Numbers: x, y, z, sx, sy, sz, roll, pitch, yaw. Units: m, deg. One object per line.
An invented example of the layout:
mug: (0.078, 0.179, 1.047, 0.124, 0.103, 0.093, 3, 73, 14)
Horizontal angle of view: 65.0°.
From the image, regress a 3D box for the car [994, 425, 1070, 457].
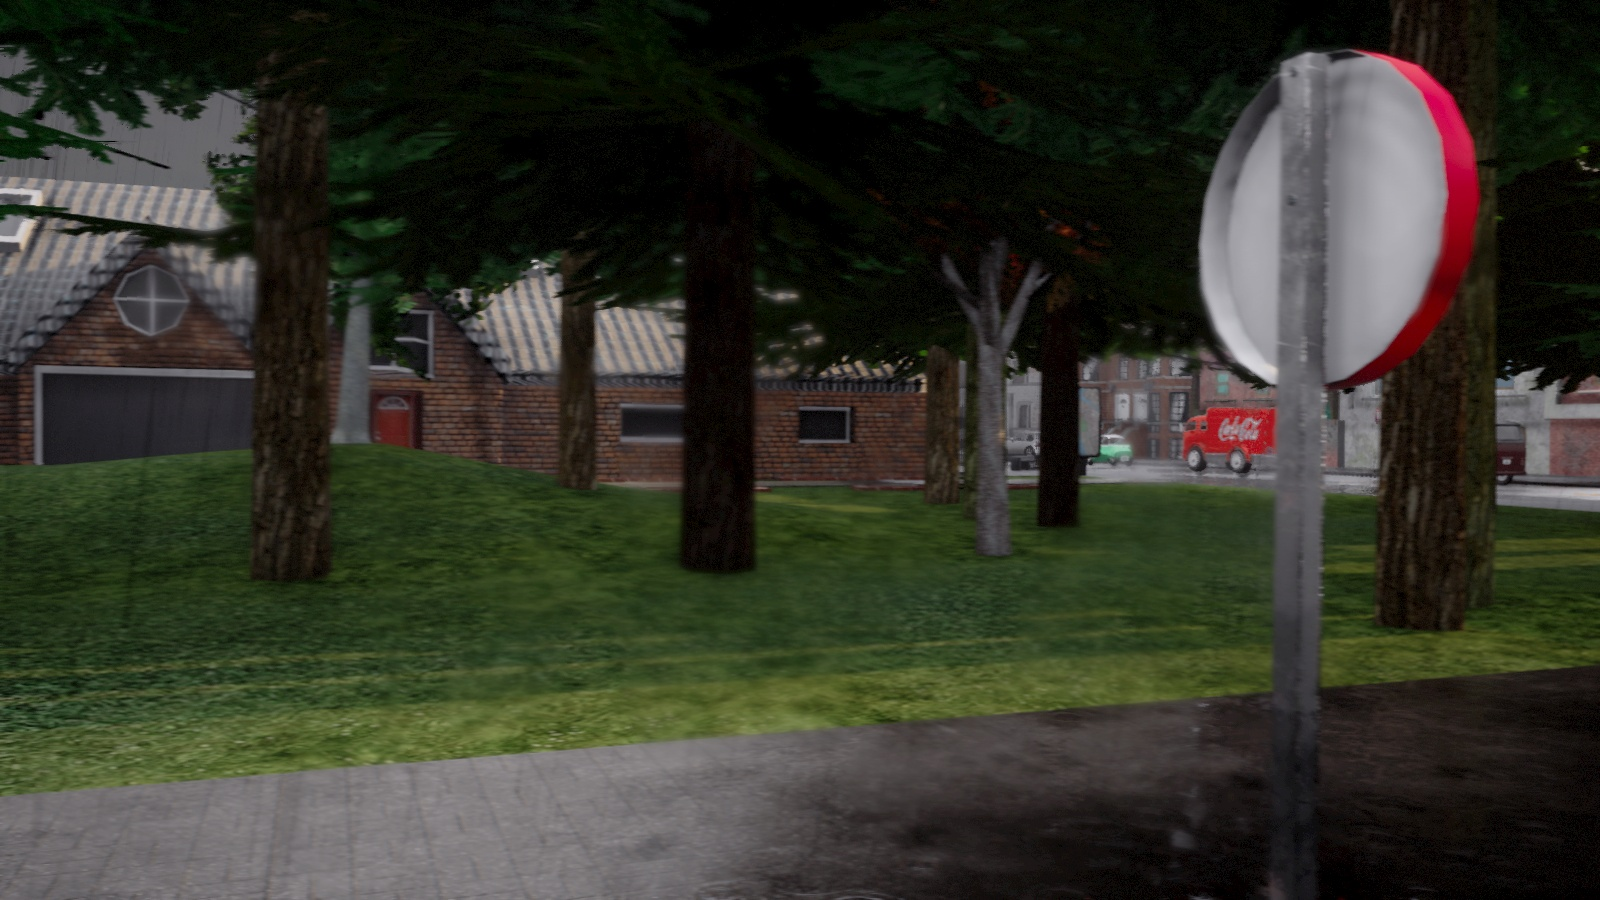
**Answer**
car: (11.374, -0.466, 61.700, 1.970, 1.475, 3.806, -1, 1, -21)

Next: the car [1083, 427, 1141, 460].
car: (13.736, -0.300, 55.394, 1.481, 1.376, 2.207, -1, 1, -20)

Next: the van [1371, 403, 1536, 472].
van: (19.987, -0.396, 38.626, 1.775, 1.987, 4.442, -1, 1, -20)

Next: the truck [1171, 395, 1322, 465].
truck: (16.725, -0.743, 47.352, 2.627, 2.467, 5.204, -1, 1, -20)
